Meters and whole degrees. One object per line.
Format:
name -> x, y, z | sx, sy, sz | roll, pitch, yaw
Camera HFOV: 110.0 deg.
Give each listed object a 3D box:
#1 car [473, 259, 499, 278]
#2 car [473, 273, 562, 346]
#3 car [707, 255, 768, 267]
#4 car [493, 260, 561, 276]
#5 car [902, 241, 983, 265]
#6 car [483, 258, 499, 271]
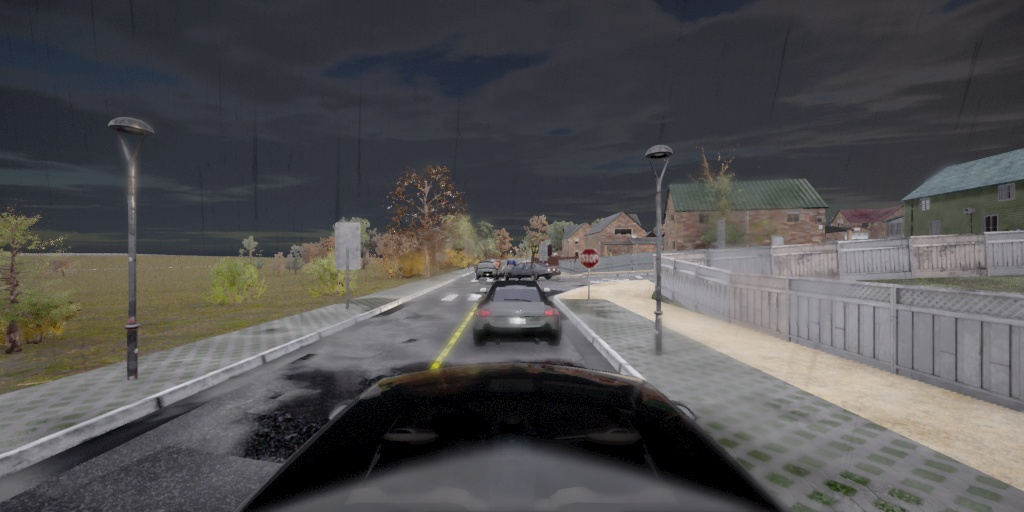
car -> -2.302, 1.257, 31.314 | 1.837, 1.490, 4.892 | 0, 0, -8
car -> 0.089, 1.313, 9.392 | 1.994, 1.385, 4.181 | 0, 0, -1
car -> 14.351, 0.413, 22.808 | 4.181, 1.385, 1.994 | -3, 0, 16
car -> 1.290, 1.197, 28.409 | 5.357, 1.411, 2.033 | -4, -3, 43
car -> 23.855, -0.208, 20.403 | 4.902, 1.511, 2.128 | -3, 0, 14
car -> -2.933, 1.120, 51.131 | 2.097, 1.767, 4.553 | 0, 0, 1
